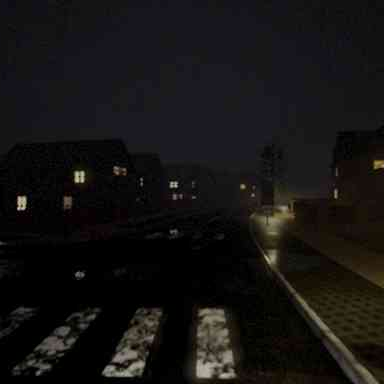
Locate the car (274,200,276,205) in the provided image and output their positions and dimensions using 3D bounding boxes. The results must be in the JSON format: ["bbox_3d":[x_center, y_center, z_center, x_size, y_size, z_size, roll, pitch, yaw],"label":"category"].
[{"bbox_3d":[14.953,1.832,64.201,2.128,1.511,4.902,-1,0,27],"label":"car"}]

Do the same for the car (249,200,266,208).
[{"bbox_3d":[10.857,1.915,54.797,1.895,1.301,4.718,0,0,23],"label":"car"}]
